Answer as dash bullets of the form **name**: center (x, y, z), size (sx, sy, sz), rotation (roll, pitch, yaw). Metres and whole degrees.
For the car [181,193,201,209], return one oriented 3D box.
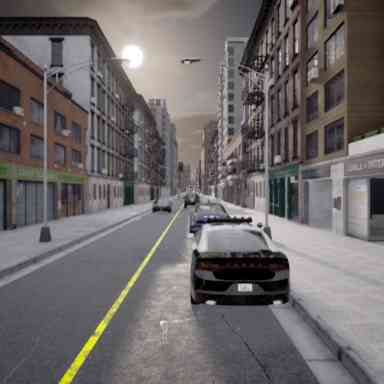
- **car**: center (0.033, 1.161, 45.214), size (2.150, 2.045, 5.566), rotation (0, 0, 0)

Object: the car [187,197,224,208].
- **car**: center (0.911, 1.334, 18.093), size (2.097, 1.767, 4.553), rotation (0, 0, 0)

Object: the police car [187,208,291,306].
- **police car**: center (0.905, 1.418, 8.233), size (1.930, 1.638, 5.238), rotation (0, 0, 0)

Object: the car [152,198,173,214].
- **car**: center (-3.076, 1.437, 35.160), size (1.882, 1.535, 5.008), rotation (0, 0, 0)

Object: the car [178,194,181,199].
- **car**: center (-2.938, 1.287, 92.701), size (2.128, 1.511, 4.902), rotation (0, 0, 0)

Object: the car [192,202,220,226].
- **car**: center (0.916, 1.502, 24.123), size (1.812, 1.442, 4.674), rotation (0, 0, 0)
